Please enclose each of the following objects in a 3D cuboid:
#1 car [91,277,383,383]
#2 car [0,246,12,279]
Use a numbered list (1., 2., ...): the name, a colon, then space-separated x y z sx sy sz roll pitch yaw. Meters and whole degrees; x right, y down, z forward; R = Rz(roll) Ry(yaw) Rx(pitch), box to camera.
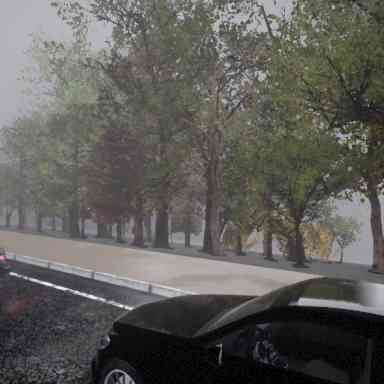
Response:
1. car: 1.139 1.526 2.873 4.674 1.442 1.812 0 0 36
2. car: -6.705 1.548 8.523 5.357 1.411 2.033 0 0 36
